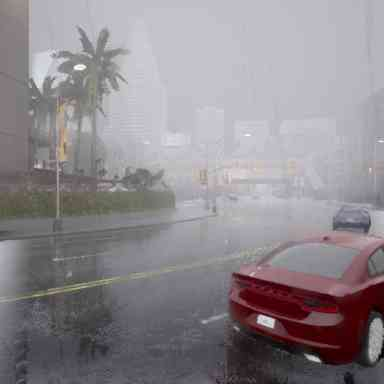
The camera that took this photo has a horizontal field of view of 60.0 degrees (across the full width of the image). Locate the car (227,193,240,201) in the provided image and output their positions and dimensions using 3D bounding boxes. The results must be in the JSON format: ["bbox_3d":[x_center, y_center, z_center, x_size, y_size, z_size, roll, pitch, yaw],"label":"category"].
[{"bbox_3d":[10.165,1.419,80.938,2.097,1.535,5.008,0,0,7],"label":"car"}]

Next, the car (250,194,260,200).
[{"bbox_3d":[18.162,1.411,93.774,1.882,1.535,5.008,0,0,7],"label":"car"}]

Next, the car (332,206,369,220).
[{"bbox_3d":[9.882,1.553,20.615,1.994,1.385,4.181,0,0,28],"label":"car"}]

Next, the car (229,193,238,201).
[{"bbox_3d":[10.797,1.289,87.333,2.185,1.767,4.553,0,0,7],"label":"car"}]

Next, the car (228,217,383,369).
[{"bbox_3d":[2.763,1.474,5.894,5.008,1.535,1.882,-1,1,-42],"label":"car"}]
